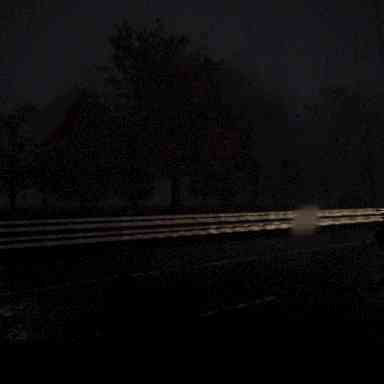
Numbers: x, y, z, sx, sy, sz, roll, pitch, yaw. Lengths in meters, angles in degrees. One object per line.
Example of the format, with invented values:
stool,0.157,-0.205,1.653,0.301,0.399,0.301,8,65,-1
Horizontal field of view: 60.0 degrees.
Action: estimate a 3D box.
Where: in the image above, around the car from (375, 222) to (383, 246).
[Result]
car,10.101,1.714,15.050,4.674,1.442,1.812,1,0,-34
